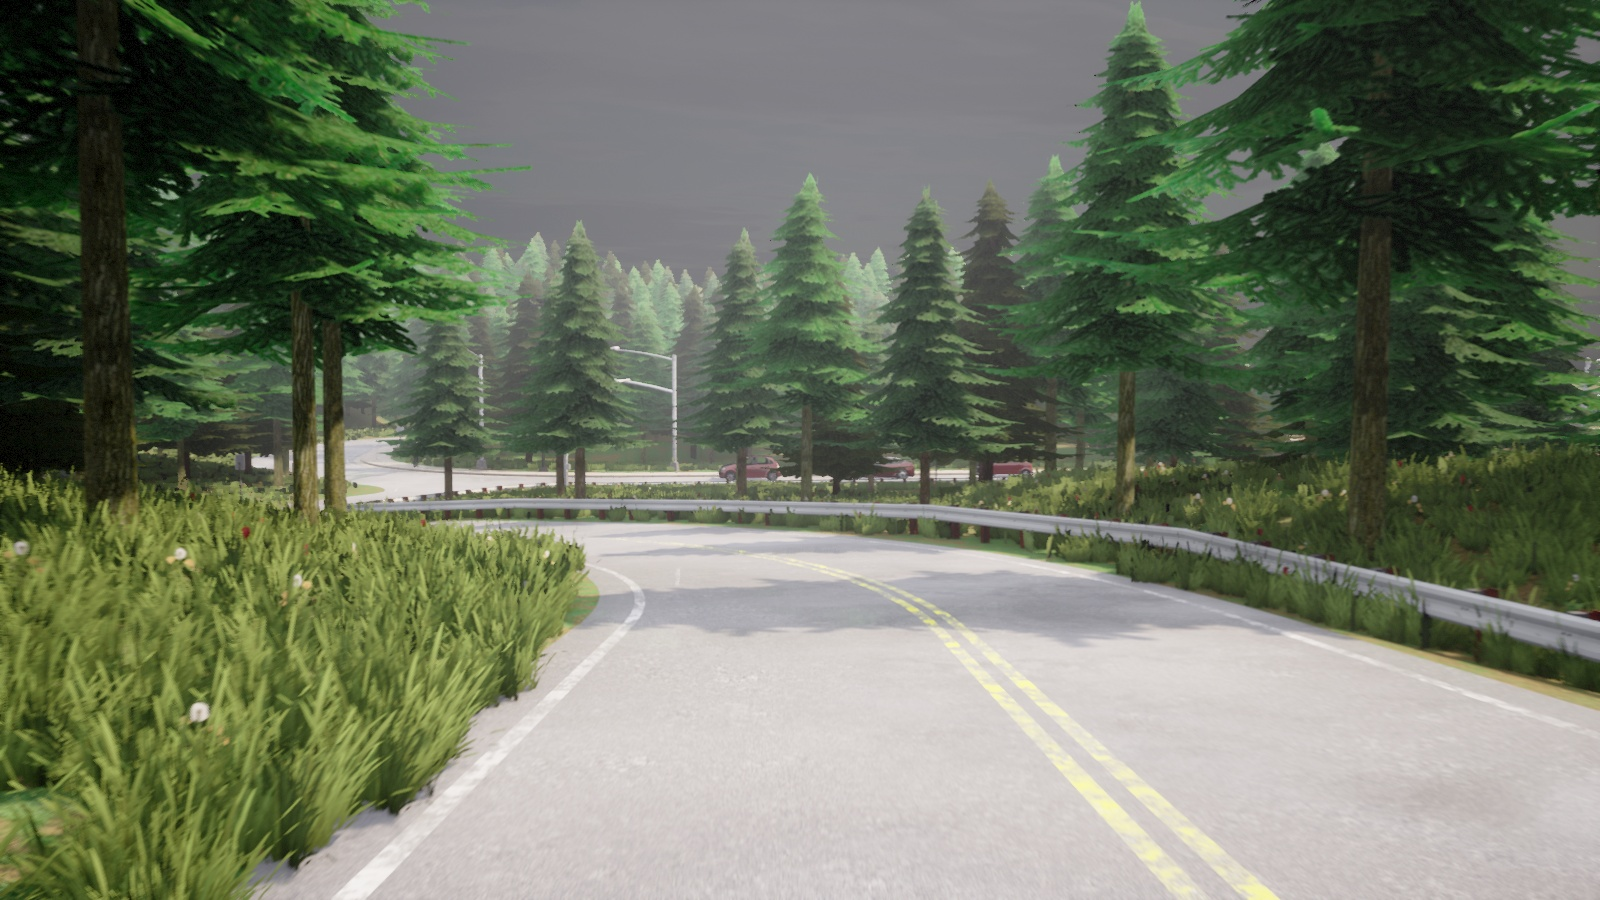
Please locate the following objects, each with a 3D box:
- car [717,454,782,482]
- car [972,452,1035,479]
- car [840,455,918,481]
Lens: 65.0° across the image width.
[{"bbox_3d":[-3.262,1.153,80.848,3.988,1.617,1.851,-1,4,-7],"label":"car"},{"bbox_3d":[13.471,1.014,83.165,3.705,1.549,1.789,-1,4,-9],"label":"car"},{"bbox_3d":[5.132,1.148,81.969,4.792,1.488,2.163,-1,4,-8],"label":"car"}]
